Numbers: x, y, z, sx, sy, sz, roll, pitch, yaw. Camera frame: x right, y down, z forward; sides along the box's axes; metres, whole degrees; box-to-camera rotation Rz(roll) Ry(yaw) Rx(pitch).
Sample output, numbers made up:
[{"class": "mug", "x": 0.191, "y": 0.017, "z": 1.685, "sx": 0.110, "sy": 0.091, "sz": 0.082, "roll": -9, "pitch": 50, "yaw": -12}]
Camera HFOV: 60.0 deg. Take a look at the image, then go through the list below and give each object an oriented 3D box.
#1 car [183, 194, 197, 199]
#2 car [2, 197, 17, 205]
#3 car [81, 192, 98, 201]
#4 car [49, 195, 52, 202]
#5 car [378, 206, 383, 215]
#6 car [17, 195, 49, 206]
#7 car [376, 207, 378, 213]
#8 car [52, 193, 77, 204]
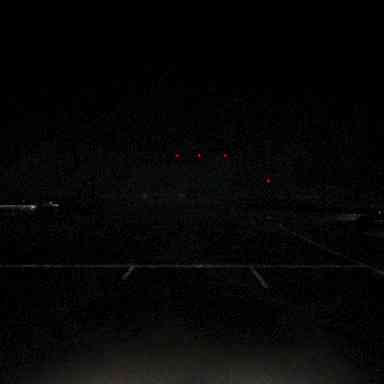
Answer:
[{"class": "car", "x": -0.168, "y": 1.201, "z": 94.674, "sx": 1.895, "sy": 1.301, "sz": 4.718, "roll": 0, "pitch": 0, "yaw": -18}, {"class": "car", "x": -28.110, "y": 1.391, "z": 52.985, "sx": 1.895, "sy": 1.301, "sz": 4.718, "roll": 0, "pitch": 0, "yaw": 0}, {"class": "car", "x": -21.045, "y": 0.948, "z": 68.265, "sx": 2.150, "sy": 2.045, "sz": 5.566, "roll": 0, "pitch": 0, "yaw": 0}, {"class": "car", "x": -28.043, "y": 1.268, "z": 66.988, "sx": 2.033, "sy": 1.411, "sz": 5.357, "roll": 0, "pitch": 0, "yaw": 0}, {"class": "car", "x": 17.650, "y": 1.260, "z": 26.079, "sx": 4.553, "sy": 1.767, "sz": 2.097, "roll": 0, "pitch": 0, "yaw": 6}, {"class": "car", "x": -24.617, "y": 1.301, "z": 51.810, "sx": 1.837, "sy": 1.490, "sz": 4.892, "roll": 0, "pitch": 0, "yaw": 0}, {"class": "car", "x": 19.457, "y": 1.441, "z": 29.502, "sx": 5.357, "sy": 1.411, "sz": 2.033, "roll": 0, "pitch": 0, "yaw": 7}, {"class": "car", "x": -21.111, "y": 1.283, "z": 55.647, "sx": 1.837, "sy": 1.490, "sz": 4.892, "roll": 0, "pitch": 0, "yaw": 0}]
